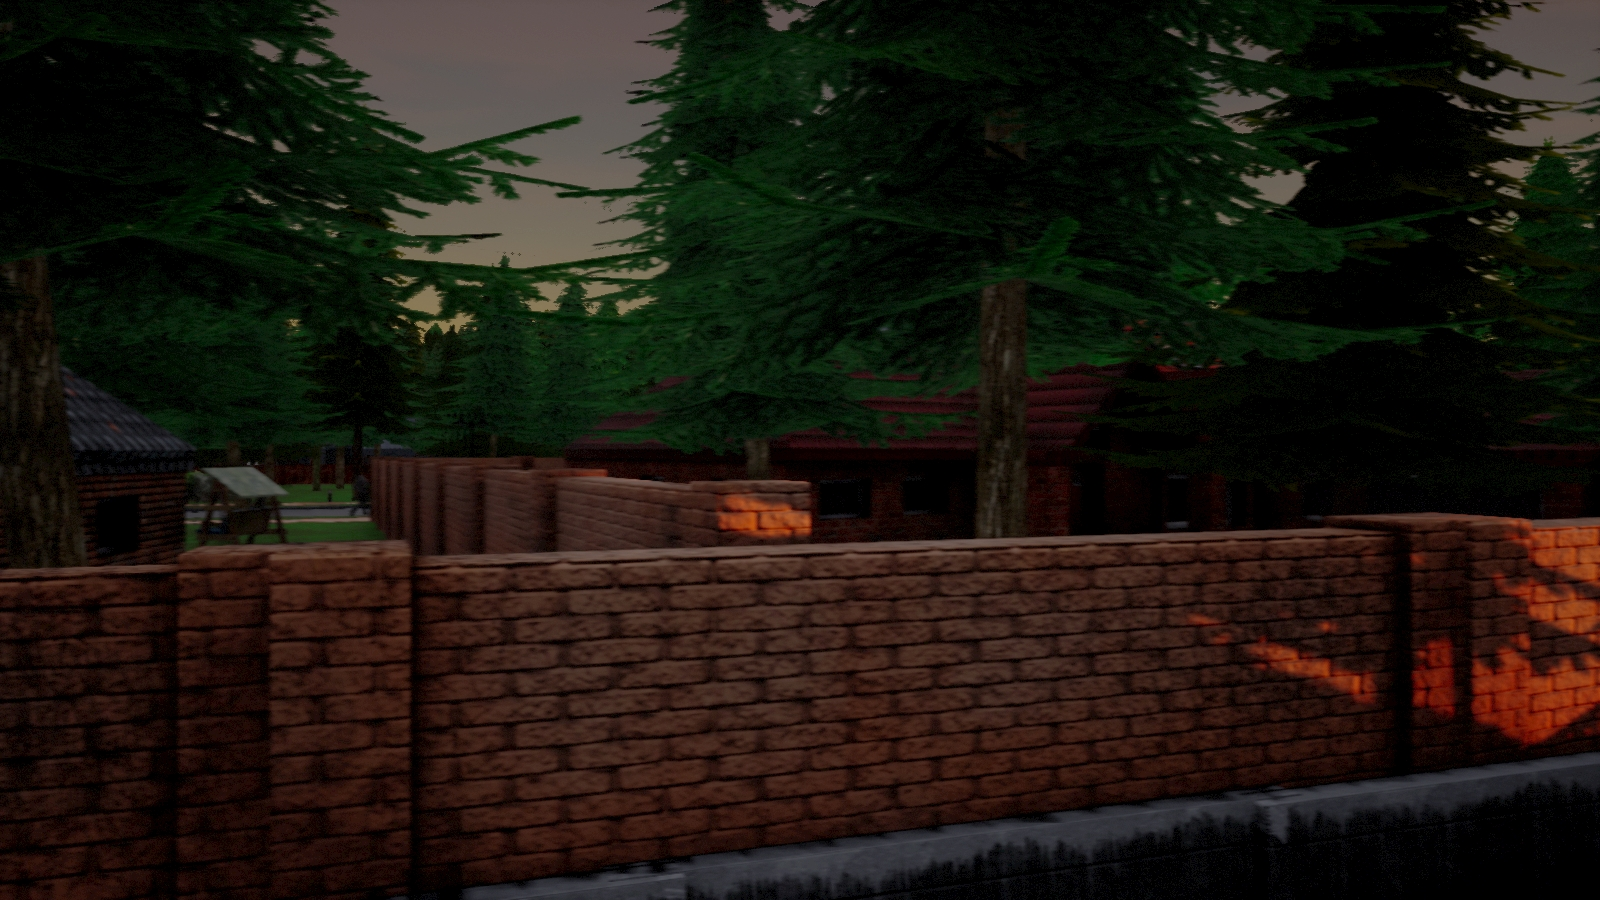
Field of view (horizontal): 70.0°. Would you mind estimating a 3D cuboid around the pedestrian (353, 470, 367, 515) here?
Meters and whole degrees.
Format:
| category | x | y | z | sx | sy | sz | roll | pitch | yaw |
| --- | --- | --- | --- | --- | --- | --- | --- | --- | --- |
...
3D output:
| category | x | y | z | sx | sy | sz | roll | pitch | yaw |
| --- | --- | --- | --- | --- | --- | --- | --- | --- | --- |
| pedestrian | -18.136 | 1.755 | 47.082 | 0.375 | 1.860 | 0.375 | 0 | 0 | 22 |
